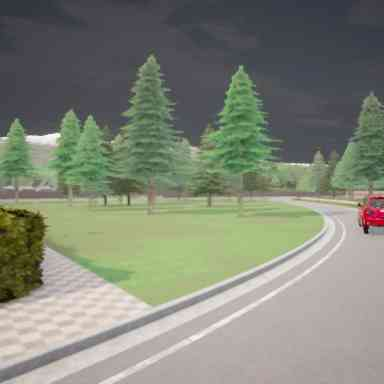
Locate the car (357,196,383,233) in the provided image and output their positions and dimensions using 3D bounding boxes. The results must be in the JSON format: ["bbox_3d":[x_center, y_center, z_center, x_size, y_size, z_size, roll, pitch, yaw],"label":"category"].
[{"bbox_3d":[11.097,1.236,19.526,2.150,2.045,5.566,0,0,23],"label":"car"}]
